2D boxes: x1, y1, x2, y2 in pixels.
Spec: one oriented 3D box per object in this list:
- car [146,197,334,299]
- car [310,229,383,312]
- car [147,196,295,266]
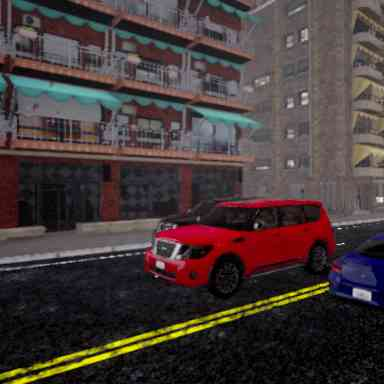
[{"bbox_3d":[1.546,1.221,8.840,5.566,2.045,2.150,0,0,-36],"label":"car"},{"bbox_3d":[4.664,1.521,6.851,4.674,1.442,1.812,0,0,-36],"label":"car"},{"bbox_3d":[1.263,1.222,12.658,5.566,2.045,2.150,0,0,-36],"label":"car"}]
